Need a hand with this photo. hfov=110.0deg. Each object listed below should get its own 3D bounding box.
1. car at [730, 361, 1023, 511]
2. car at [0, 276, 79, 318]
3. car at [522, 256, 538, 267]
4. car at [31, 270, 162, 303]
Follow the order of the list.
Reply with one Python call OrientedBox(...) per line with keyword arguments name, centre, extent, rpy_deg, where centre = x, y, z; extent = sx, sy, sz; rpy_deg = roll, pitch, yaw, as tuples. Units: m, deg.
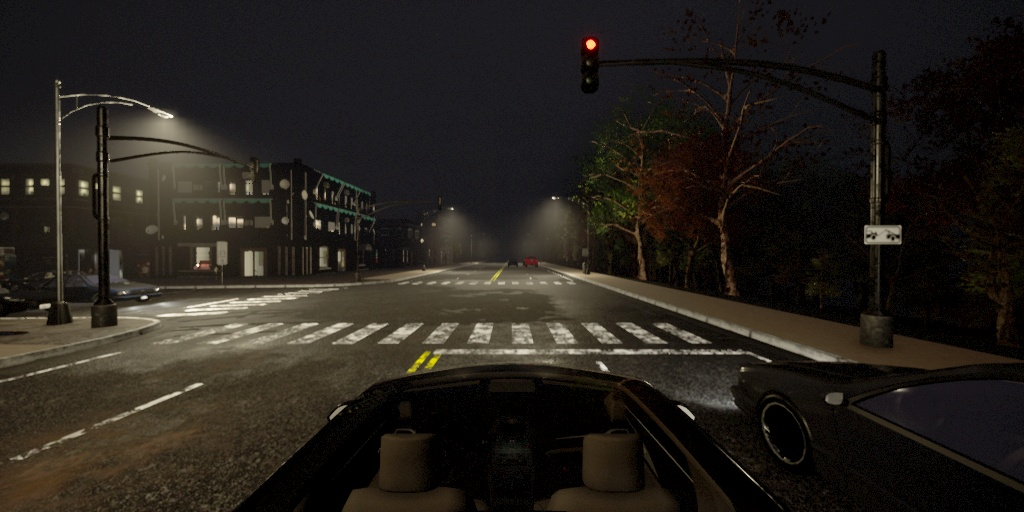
OrientedBox(name="car", centre=(3.327, 1.297, 1.672), extent=(2.033, 1.411, 5.357), rpy_deg=(0, 0, 3))
OrientedBox(name="car", centre=(-19.935, 1.569, 13.654), extent=(4.313, 1.339, 1.948), rpy_deg=(0, 0, 0))
OrientedBox(name="car", centre=(3.416, 0.973, 63.878), extent=(2.150, 2.045, 5.566), rpy_deg=(0, 0, 0))
OrientedBox(name="car", centre=(-19.287, 1.517, 16.380), extent=(5.357, 1.411, 2.033), rpy_deg=(-1, 1, 3))
